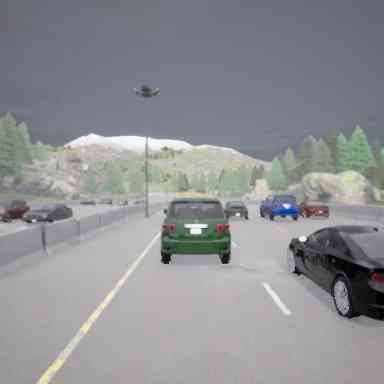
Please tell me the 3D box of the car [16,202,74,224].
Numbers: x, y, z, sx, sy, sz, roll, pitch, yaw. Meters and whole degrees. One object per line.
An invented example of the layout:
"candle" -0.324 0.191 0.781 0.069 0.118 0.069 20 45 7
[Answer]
"car" -10.571 1.556 24.901 2.033 1.411 5.357 0 0 0

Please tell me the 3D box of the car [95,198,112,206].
"car" -17.422 1.912 67.058 2.097 1.767 4.553 0 -1 0

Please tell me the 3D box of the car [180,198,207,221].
"car" 0.129 1.385 28.239 2.097 1.767 4.553 0 0 0

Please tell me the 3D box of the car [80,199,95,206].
"car" -20.922 2.150 66.997 1.895 1.301 4.718 0 -1 0

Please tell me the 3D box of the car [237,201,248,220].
"car" 3.630 1.541 28.614 1.837 1.490 4.892 0 0 0

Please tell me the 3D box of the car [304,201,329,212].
"car" 10.632 1.527 29.992 1.882 1.535 5.008 0 0 0

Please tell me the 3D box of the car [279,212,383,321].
"car" 3.598 1.457 7.346 1.882 1.535 5.008 0 0 0

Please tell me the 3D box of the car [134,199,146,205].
"car" -10.426 2.119 67.045 1.994 1.385 4.181 0 -1 0

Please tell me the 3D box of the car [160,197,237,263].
"car" 0.115 1.196 11.997 2.150 2.045 5.566 0 0 0

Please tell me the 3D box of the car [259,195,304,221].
"car" 7.129 1.252 27.594 2.150 2.045 5.566 0 0 0

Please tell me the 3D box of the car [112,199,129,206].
"car" -13.923 2.081 67.033 2.128 1.511 4.902 0 -1 0

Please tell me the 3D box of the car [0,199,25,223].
"car" -14.068 1.361 25.103 2.097 1.767 4.553 0 0 0
